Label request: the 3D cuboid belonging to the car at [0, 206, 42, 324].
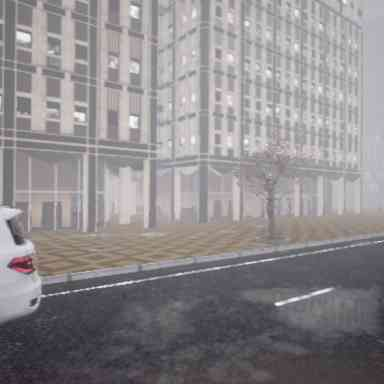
[{"bbox_3d":[-4.923,1.209,4.161,5.566,2.045,2.150,1,0,-35],"label":"car"}]
